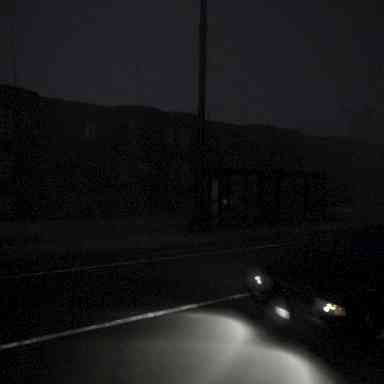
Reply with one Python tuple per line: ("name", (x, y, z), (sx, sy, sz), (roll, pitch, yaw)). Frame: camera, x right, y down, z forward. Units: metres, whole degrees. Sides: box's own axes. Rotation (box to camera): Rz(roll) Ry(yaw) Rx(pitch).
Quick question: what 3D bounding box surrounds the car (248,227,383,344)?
("car", (3.666, 1.414, 6.262), (5.357, 1.411, 2.033), (0, 2, -30))
